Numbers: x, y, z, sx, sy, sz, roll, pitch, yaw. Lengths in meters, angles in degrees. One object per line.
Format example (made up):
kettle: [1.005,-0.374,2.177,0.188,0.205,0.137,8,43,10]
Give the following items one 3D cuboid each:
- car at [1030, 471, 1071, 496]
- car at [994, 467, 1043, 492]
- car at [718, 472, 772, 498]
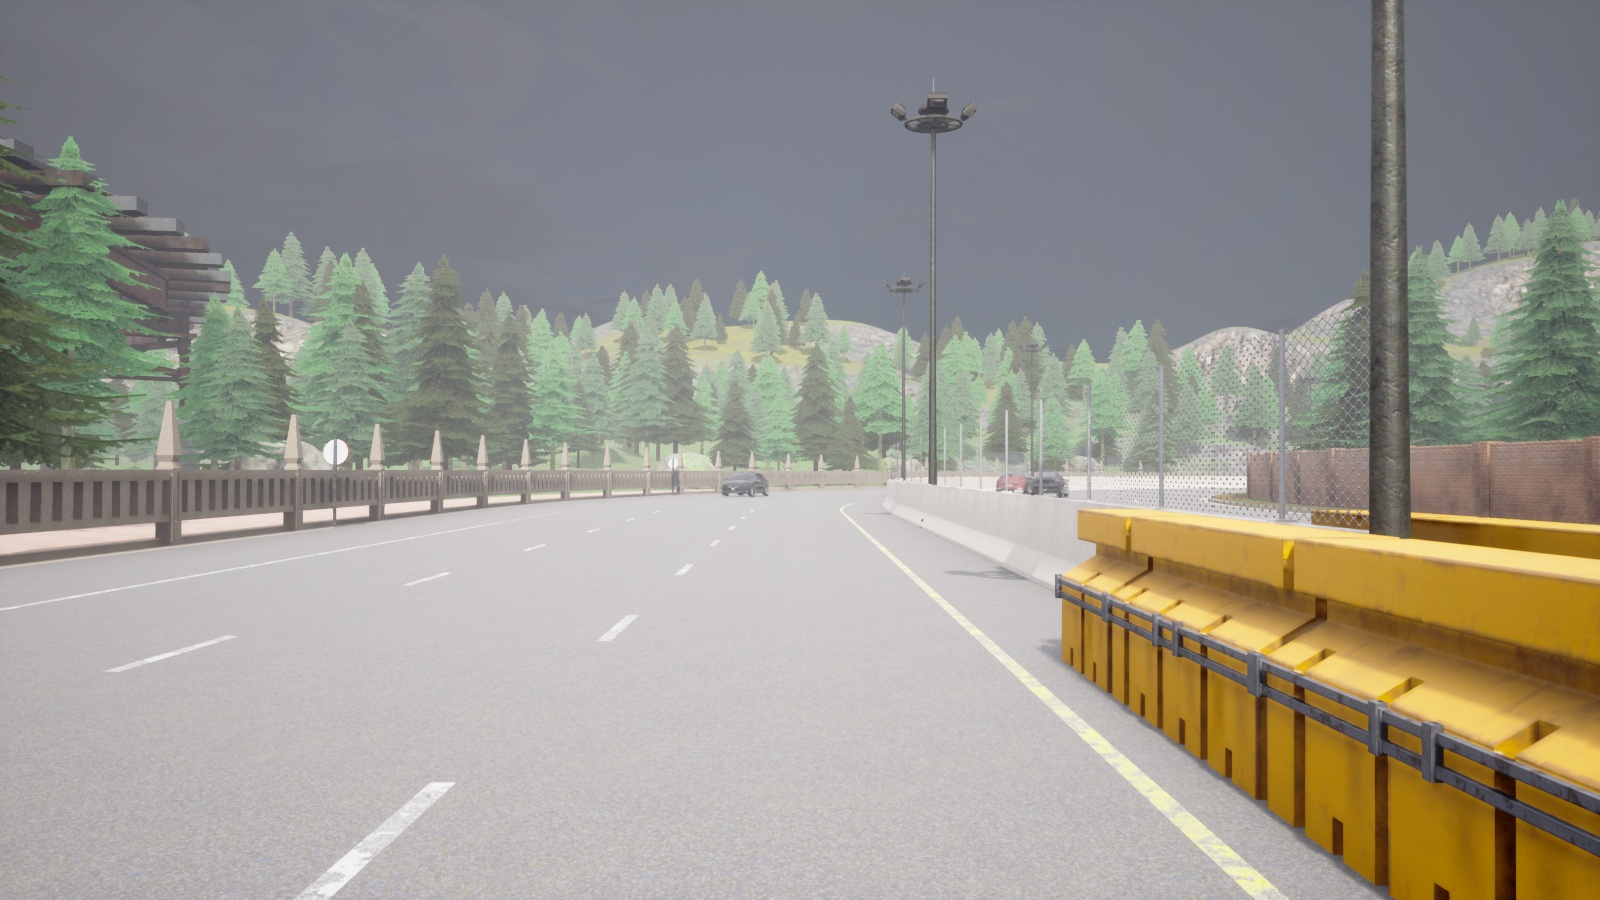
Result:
car: [15.445,2.050,77.169,1.837,1.490,4.892,-1,-1,19]
car: [14.919,1.965,85.447,2.152,1.651,5.027,-1,-1,23]
car: [-3.278,2.102,75.757,1.837,1.490,4.892,-1,-1,16]
